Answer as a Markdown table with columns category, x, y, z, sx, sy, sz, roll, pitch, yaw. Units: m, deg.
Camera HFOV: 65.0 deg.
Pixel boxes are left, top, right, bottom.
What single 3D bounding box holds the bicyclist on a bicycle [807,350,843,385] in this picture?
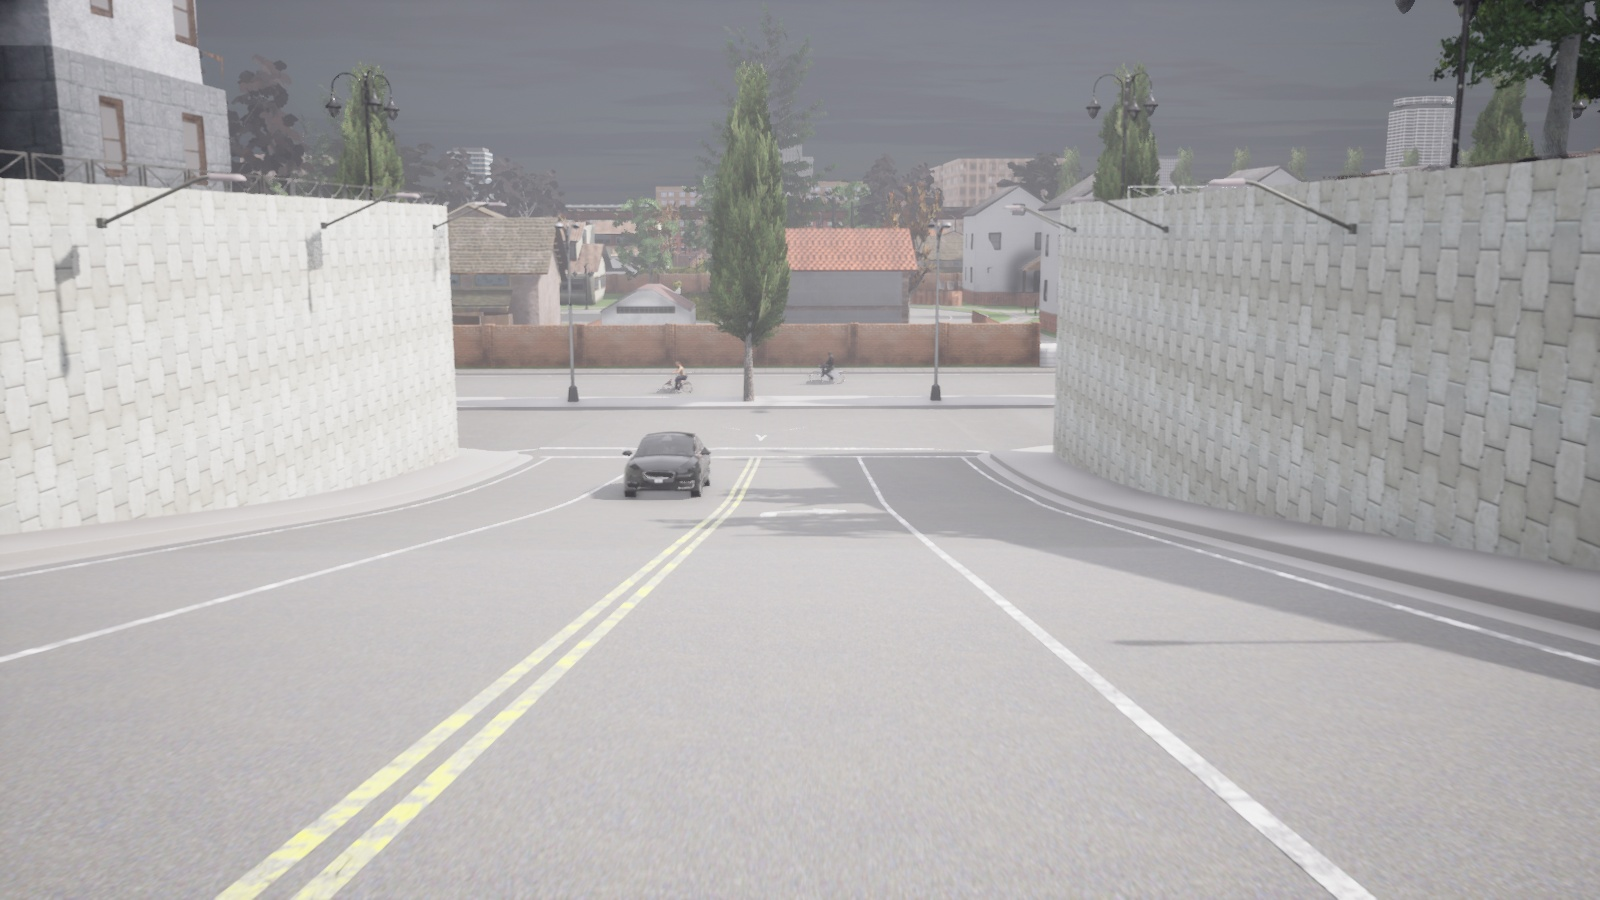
| category | x | y | z | sx | sy | sz | roll | pitch | yaw |
| --- | --- | --- | --- | --- | --- | --- | --- | --- | --- |
| bicyclist on a bicycle | 1.302 | -4.310 | 65.799 | 1.843 | 1.776 | 0.659 | 0 | 10 | -1 |

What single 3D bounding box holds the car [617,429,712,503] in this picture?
| category | x | y | z | sx | sy | sz | roll | pitch | yaw |
| --- | --- | --- | --- | --- | --- | --- | --- | --- | --- |
| car | -3.315 | 0.339 | 31.694 | 1.837 | 1.490 | 4.892 | 0 | 4 | 0 |
